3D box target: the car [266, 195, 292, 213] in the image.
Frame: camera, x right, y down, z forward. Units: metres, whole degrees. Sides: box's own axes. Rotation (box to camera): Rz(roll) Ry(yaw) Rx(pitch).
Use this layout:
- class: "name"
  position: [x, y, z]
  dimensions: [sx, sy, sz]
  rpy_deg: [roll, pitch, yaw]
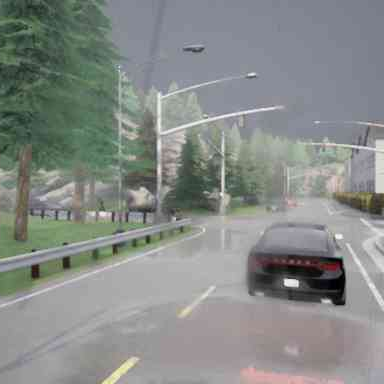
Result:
- class: "car"
  position: [9.244, 1.457, 36.150]
  dimensions: [2.128, 1.511, 4.902]
  rpy_deg: [0, 0, 21]

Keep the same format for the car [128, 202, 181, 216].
- class: "car"
  position: [-3.512, 1.591, 30.875]
  dimensions: [4.718, 1.301, 1.895]
  rpy_deg: [0, 0, 18]

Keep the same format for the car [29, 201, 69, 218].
- class: "car"
  position: [-13.347, 1.556, 30.372]
  dimensions: [4.181, 1.385, 1.994]
  rpy_deg: [0, 0, 20]

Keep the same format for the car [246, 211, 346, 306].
- class: "car"
  position: [2.648, 1.470, 8.243]
  dimensions: [1.882, 1.535, 5.008]
  rpy_deg: [0, 0, 21]

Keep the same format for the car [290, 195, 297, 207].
- class: "car"
  position: [14.639, 1.306, 50.362]
  dimensions: [2.097, 1.767, 4.553]
  rpy_deg: [0, 0, 21]

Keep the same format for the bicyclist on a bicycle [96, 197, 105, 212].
- class: "bicyclist on a bicycle"
  position: [-10.098, 1.388, 36.692]
  dimensions: [0.582, 1.620, 1.656]
  rpy_deg: [-2, 5, 20]
